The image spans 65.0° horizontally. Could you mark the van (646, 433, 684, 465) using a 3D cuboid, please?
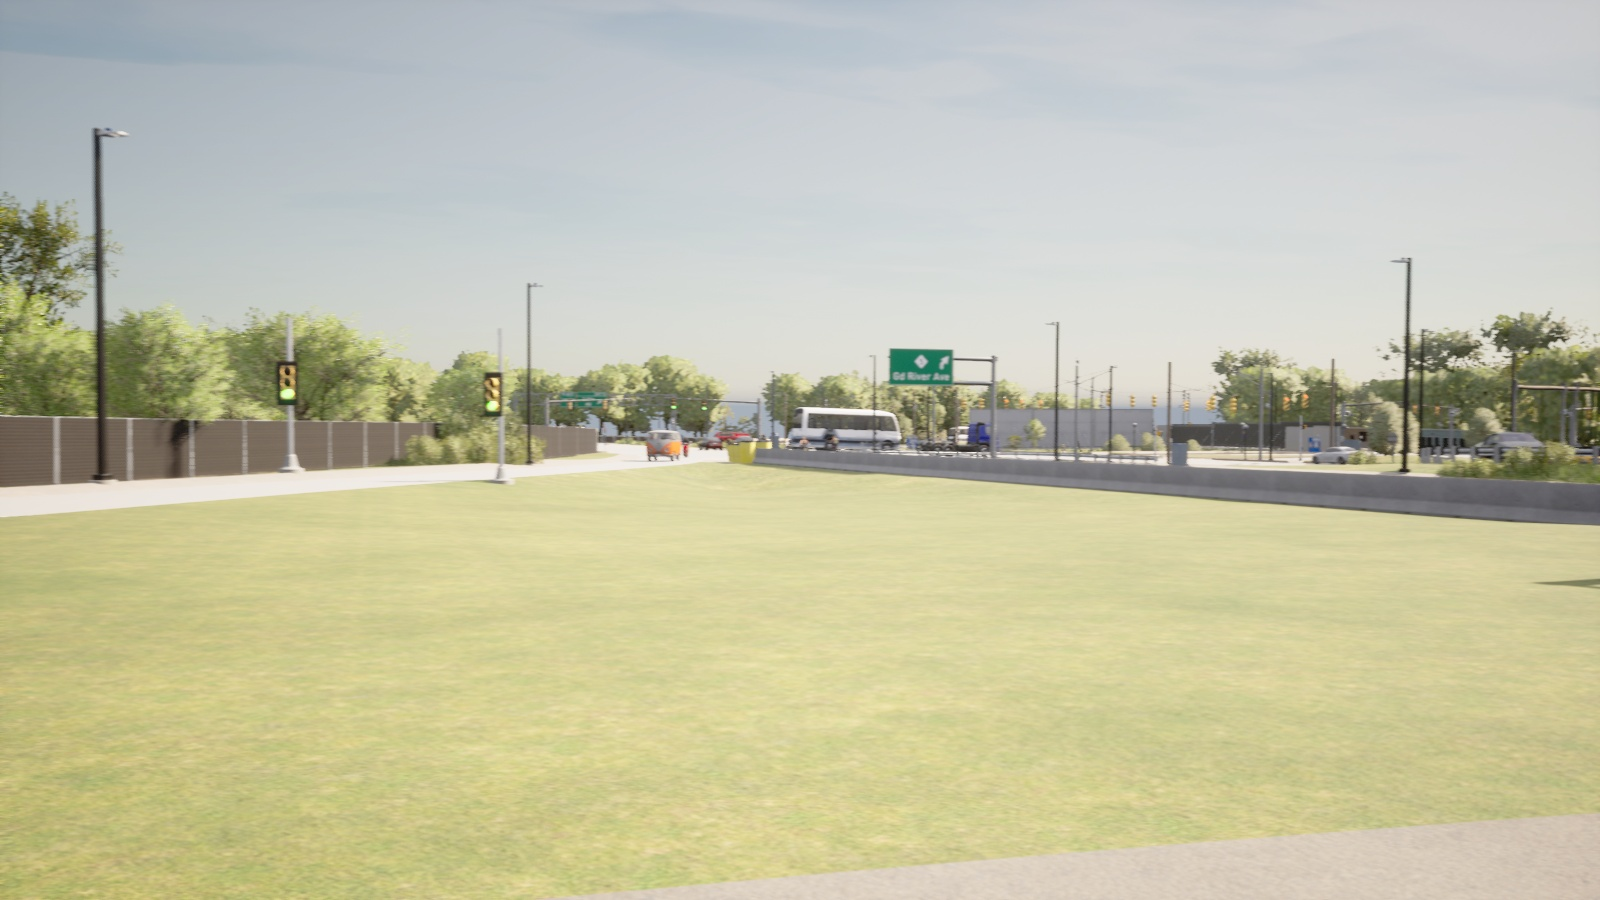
[{"bbox_3d":[-8.600,-0.082,80.223,1.775,1.987,4.442,-1,1,2],"label":"van"}]

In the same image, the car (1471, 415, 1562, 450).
[{"bbox_3d":[31.047,-0.721,54.599,2.033,1.411,5.357,-1,-1,14],"label":"car"}]
